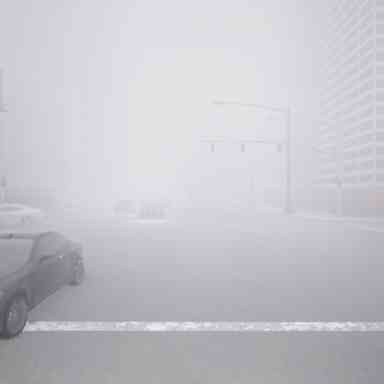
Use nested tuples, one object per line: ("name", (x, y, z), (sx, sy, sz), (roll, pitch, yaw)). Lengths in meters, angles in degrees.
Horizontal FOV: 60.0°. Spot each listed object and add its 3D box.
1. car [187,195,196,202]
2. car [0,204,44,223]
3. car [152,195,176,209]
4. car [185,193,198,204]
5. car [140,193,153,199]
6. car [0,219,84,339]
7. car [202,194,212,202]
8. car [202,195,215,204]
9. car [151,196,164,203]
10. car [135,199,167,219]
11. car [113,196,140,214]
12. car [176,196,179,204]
("car", (-0.143, 1.381, 74.524), (1.994, 1.385, 4.181), (0, 0, 0))
("car", (-12.229, 1.526, 21.683), (4.674, 1.442, 1.812), (0, 1, -28))
("car", (-3.685, 1.492, 44.833), (2.128, 1.511, 4.902), (0, 0, 0))
("car", (-0.122, 1.221, 63.853), (2.150, 2.045, 5.566), (0, 0, 0))
("car", (-7.195, 1.217, 52.483), (2.150, 2.045, 5.566), (0, 1, 0))
("car", (-3.612, 1.526, 6.715), (1.812, 1.442, 4.674), (0, 0, 0))
("car", (3.360, 1.355, 74.675), (2.097, 1.767, 4.553), (0, 0, 0))
("car", (3.473, 1.525, 64.772), (1.812, 1.442, 4.674), (0, 0, 0))
("car", (-7.132, 1.458, 68.813), (2.033, 1.411, 5.357), (0, 0, 0))
("car", (-3.417, 1.564, 28.591), (1.994, 1.385, 4.181), (0, 0, -3))
("car", (-7.169, 1.506, 35.897), (1.837, 1.490, 4.892), (0, 0, 0))
("car", (-3.673, 1.351, 63.444), (2.097, 1.767, 4.553), (0, 0, 0))
